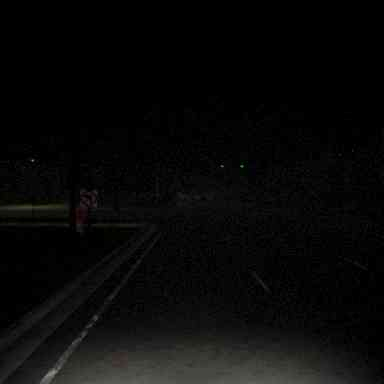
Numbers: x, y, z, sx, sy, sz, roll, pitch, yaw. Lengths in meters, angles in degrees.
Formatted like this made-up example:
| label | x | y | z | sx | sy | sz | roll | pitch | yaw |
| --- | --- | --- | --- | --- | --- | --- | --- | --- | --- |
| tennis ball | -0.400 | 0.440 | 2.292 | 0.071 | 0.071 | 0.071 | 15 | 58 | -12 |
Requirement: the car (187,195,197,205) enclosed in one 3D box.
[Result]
| label | x | y | z | sx | sy | sz | roll | pitch | yaw |
| --- | --- | --- | --- | --- | --- | --- | --- | --- | --- |
| car | 0.008 | 1.813 | 69.318 | 1.882 | 1.535 | 5.008 | 0 | 0 | 0 |
